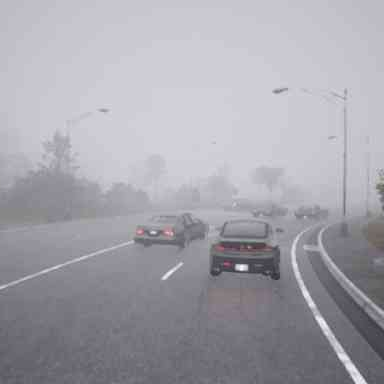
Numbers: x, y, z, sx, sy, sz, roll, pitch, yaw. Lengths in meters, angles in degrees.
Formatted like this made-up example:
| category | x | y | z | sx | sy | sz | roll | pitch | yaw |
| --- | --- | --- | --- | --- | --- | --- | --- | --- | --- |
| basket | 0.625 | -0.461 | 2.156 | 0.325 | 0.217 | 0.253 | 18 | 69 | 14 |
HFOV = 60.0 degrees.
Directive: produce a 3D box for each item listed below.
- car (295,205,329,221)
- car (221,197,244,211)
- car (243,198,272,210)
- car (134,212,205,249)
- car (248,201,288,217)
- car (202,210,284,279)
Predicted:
| category | x | y | z | sx | sy | sz | roll | pitch | yaw |
| --- | --- | --- | --- | --- | --- | --- | --- | --- | --- |
| car | 10.792 | 1.806 | 29.713 | 1.895 | 1.301 | 4.718 | 1 | 0 | 35 |
| car | 5.486 | 1.457 | 40.458 | 2.097 | 1.767 | 4.553 | 1 | 0 | 38 |
| car | 8.240 | 1.657 | 38.313 | 1.837 | 1.490 | 4.892 | 1 | 0 | 38 |
| car | -0.690 | 1.593 | 14.928 | 2.033 | 1.411 | 5.357 | 0 | 0 | 18 |
| car | 7.280 | 1.753 | 30.754 | 1.895 | 1.301 | 4.718 | 1 | 0 | 34 |
| car | 1.753 | 1.560 | 10.369 | 1.837 | 1.490 | 4.892 | 0 | 0 | 13 |
